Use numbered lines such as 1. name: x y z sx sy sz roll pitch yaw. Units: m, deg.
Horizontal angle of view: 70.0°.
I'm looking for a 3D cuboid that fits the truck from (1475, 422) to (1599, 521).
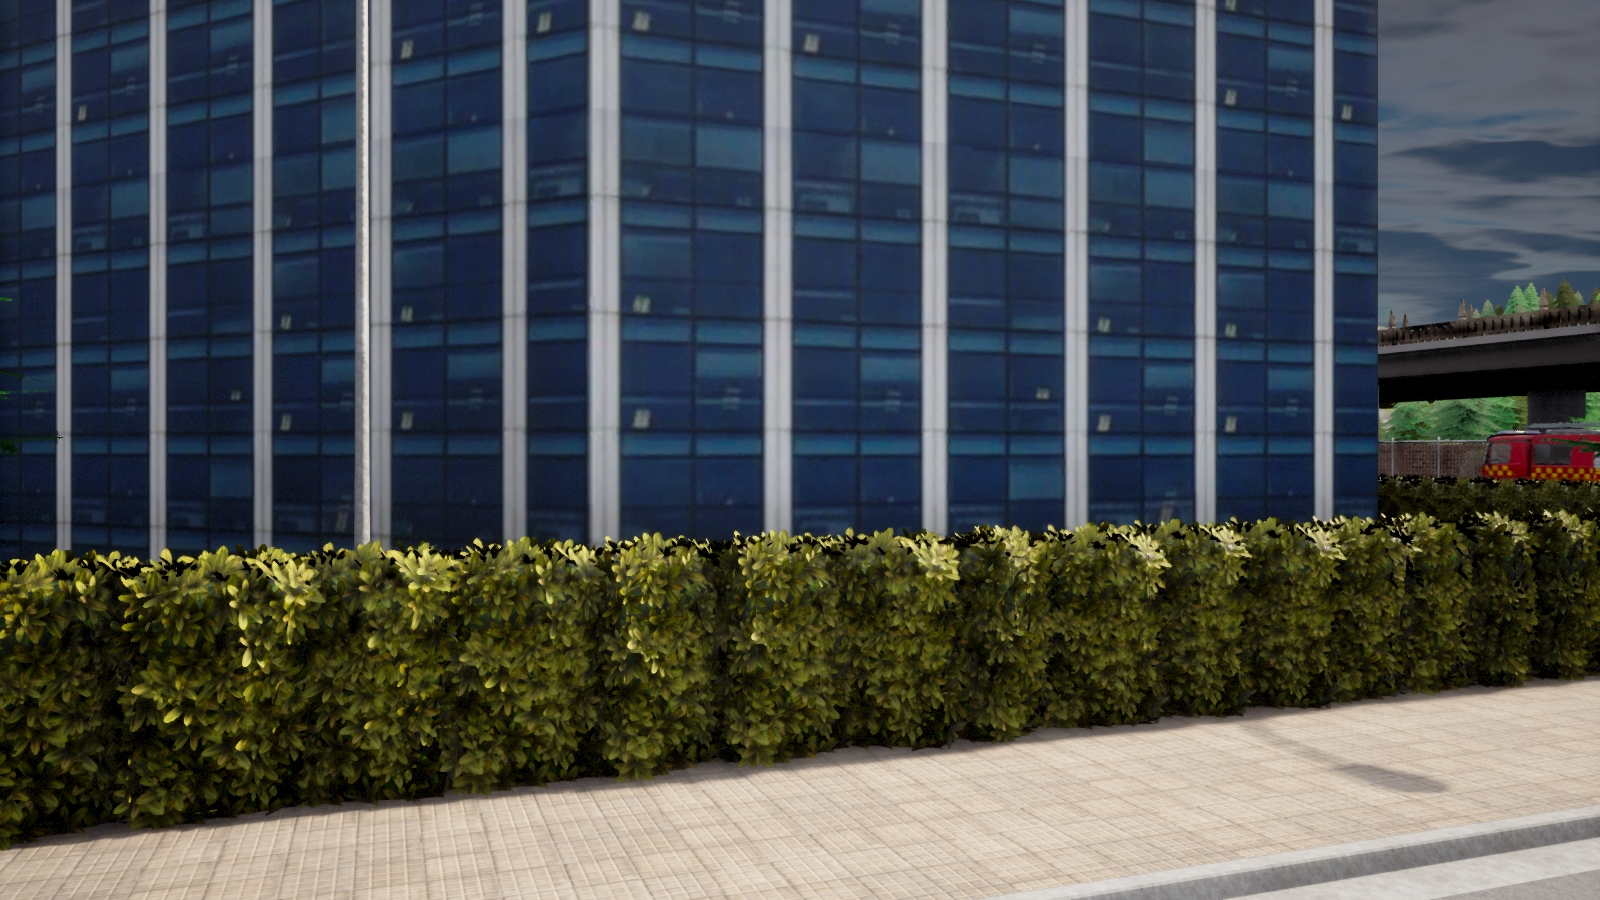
1. truck: 31.806 0.837 45.607 2.891 3.827 8.468 0 0 -20
